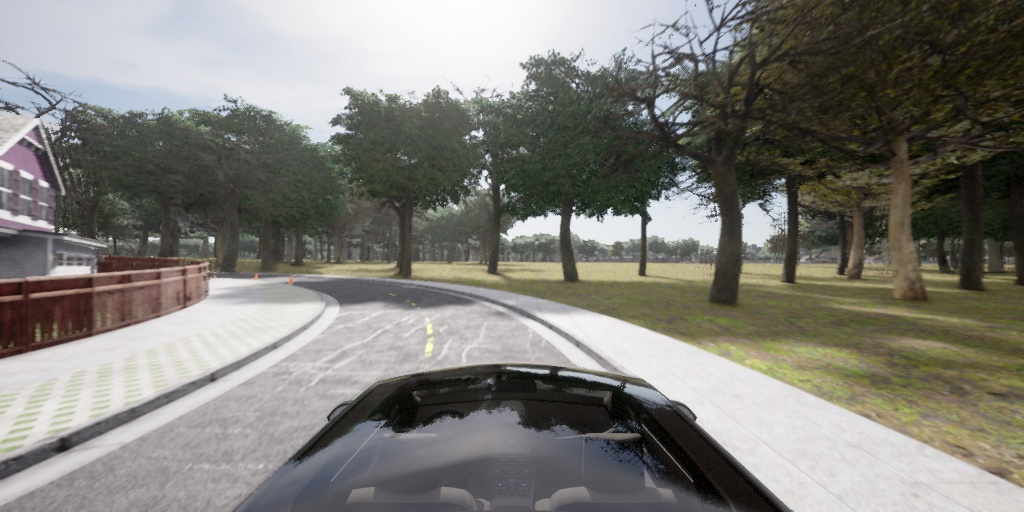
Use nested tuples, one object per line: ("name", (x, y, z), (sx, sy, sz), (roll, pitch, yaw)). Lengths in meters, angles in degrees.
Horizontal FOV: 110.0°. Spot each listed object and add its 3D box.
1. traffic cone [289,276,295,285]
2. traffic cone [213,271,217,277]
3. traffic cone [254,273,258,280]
("traffic cone", (-14.492, 1.589, 23.531), (0.340, 0.580, 0.340), (0, 0, 35))
("traffic cone", (-22.700, 1.439, 27.373), (0.340, 0.580, 0.340), (0, 0, 15))
("traffic cone", (-18.423, 1.522, 25.823), (0.340, 0.580, 0.340), (0, 0, 25))
